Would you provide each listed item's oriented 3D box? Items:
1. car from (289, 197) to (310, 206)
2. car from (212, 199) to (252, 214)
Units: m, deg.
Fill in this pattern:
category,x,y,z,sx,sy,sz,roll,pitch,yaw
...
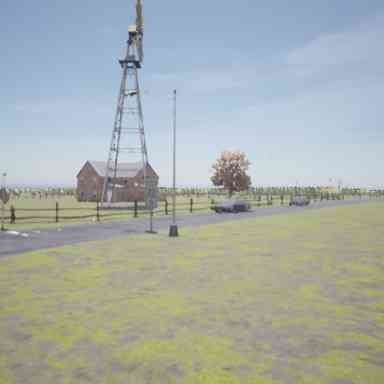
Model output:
category,x,y,z,sx,sy,sz,roll,pitch,yaw
car,15.839,1.382,48.933,1.994,1.385,4.181,1,1,38
car,4.225,1.395,34.266,2.033,1.411,5.357,1,1,38
